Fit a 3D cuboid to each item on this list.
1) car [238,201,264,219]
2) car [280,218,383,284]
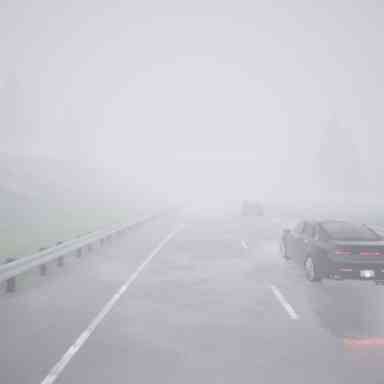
[{"bbox_3d":[5.229,1.497,29.623,2.128,1.511,4.902,0,0,4],"label":"car"},{"bbox_3d":[3.893,1.514,9.609,1.837,1.490,4.892,0,0,2],"label":"car"}]
